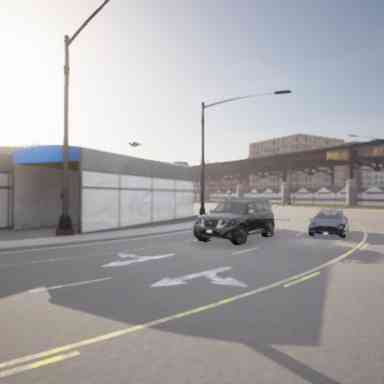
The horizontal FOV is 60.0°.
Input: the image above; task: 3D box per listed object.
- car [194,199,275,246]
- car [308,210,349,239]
[{"bbox_3d":[2.351,1.396,16.794,2.150,2.045,5.566,0,-1,35],"label":"car"},{"bbox_3d":[8.092,1.772,19.407,2.033,1.411,5.357,0,-1,28],"label":"car"}]
